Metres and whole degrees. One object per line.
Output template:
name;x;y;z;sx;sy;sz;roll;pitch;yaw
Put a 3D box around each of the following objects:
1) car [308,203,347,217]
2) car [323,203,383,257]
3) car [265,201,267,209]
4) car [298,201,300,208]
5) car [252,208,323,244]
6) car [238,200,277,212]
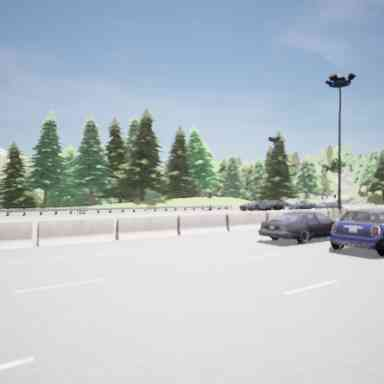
car;14.615;1.868;35.801;4.181;1.385;1.994;1;0;-35
car;7.773;1.482;13.710;4.553;1.767;2.097;1;-1;-35
car;10.408;1.775;41.396;5.008;1.535;1.882;1;-1;-35
car;12.587;1.793;38.648;4.902;1.511;2.128;1;0;-35
car;5.662;1.678;16.506;5.357;1.411;2.033;1;0;-35
car;8.775;1.846;44.525;5.357;1.411;2.033;1;0;-35
